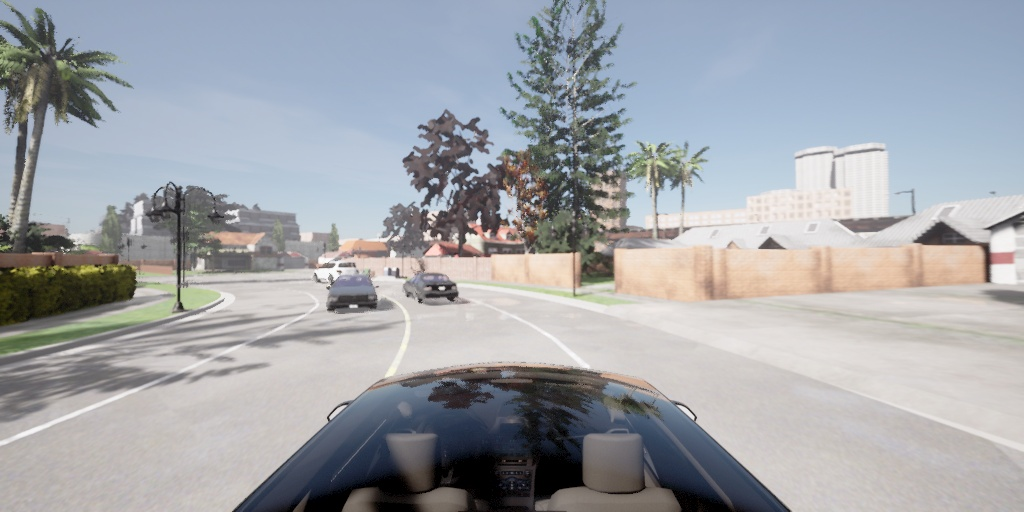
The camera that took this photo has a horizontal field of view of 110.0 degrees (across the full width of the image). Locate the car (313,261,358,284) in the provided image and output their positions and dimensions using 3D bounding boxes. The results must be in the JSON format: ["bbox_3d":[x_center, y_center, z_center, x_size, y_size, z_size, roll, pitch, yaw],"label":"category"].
[{"bbox_3d":[-16.144,1.515,32.862,5.566,2.045,2.150,-1,-1,41],"label":"car"}]

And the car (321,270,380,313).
[{"bbox_3d":[-6.978,1.532,15.800,2.033,1.411,5.357,0,-1,-24],"label":"car"}]

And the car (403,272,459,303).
[{"bbox_3d":[-4.319,1.556,18.598,2.033,1.411,5.357,0,-1,-27],"label":"car"}]
